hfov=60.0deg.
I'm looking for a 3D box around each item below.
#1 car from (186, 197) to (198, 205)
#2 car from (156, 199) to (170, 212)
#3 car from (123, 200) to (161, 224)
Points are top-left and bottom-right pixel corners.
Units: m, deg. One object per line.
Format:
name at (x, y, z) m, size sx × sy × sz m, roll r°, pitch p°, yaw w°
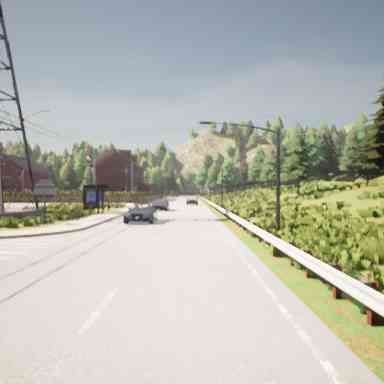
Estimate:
car at (0.012, 1.510, 54.360) m, size 1.895 × 1.301 × 4.718 m, roll 0°, pitch 0°, yaw 0°
car at (-3.576, 1.484, 38.376) m, size 2.033 × 1.411 × 5.357 m, roll 0°, pitch 0°, yaw 0°
car at (-3.635, 1.524, 24.095) m, size 1.994 × 1.385 × 4.181 m, roll 0°, pitch 0°, yaw 0°
